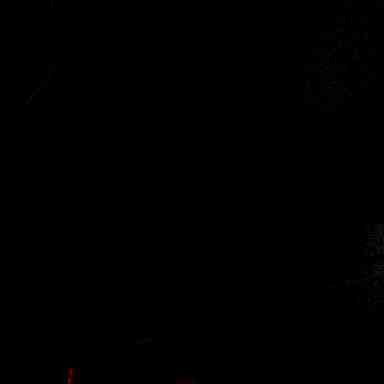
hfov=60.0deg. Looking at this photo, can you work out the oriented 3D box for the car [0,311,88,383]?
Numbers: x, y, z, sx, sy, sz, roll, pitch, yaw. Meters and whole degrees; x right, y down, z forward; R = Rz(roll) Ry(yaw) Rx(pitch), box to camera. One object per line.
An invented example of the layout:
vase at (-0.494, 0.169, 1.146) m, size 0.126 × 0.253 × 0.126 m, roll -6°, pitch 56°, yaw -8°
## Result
car at (-3.013, 1.508, 1.541) m, size 4.892 × 1.490 × 1.837 m, roll 0°, pitch 0°, yaw -35°
